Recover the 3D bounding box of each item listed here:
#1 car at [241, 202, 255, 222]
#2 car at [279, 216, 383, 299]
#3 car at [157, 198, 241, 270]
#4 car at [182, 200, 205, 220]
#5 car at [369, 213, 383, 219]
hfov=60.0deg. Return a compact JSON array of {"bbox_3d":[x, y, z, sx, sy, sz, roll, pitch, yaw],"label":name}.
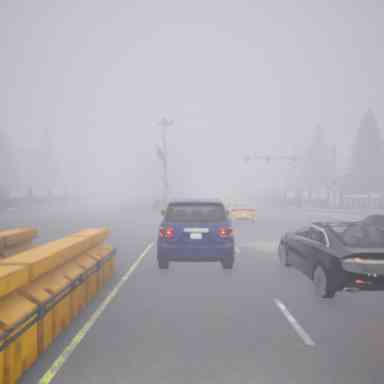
[{"bbox_3d":[3.604,1.472,25.891,1.882,1.535,5.008,0,0,0],"label":"car"},{"bbox_3d":[3.602,1.490,8.419,2.128,1.511,4.902,0,0,0],"label":"car"},{"bbox_3d":[0.105,1.218,11.177,2.150,2.045,5.566,0,0,0],"label":"car"},{"bbox_3d":[0.104,1.498,28.909,1.837,1.490,4.892,0,0,0],"label":"car"},{"bbox_3d":[7.270,1.502,12.078,1.837,1.490,4.892,0,0,3],"label":"car"}]
